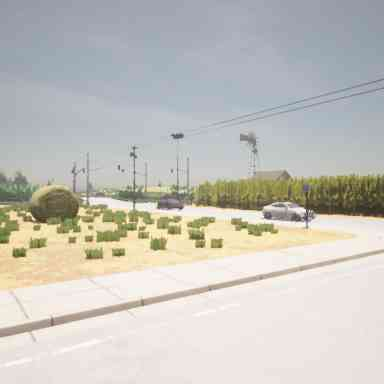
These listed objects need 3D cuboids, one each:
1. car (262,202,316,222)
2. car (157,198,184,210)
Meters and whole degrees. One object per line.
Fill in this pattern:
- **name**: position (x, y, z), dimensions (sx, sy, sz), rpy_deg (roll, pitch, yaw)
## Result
- **car**: position (7.687, 1.554, 26.790), dimensions (1.812, 1.442, 4.674), rpy_deg (0, 0, -35)
- **car**: position (-2.831, 1.554, 42.072), dimensions (1.812, 1.442, 4.674), rpy_deg (0, 0, -34)
